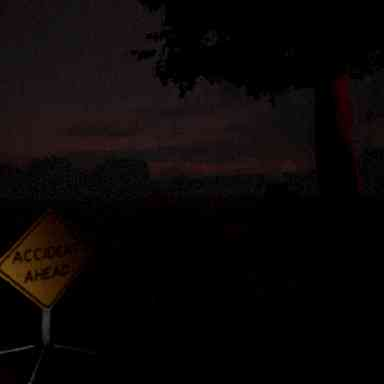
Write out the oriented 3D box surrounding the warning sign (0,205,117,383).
[{"bbox_3d":[-1.828,1.129,4.202,1.060,1.860,1.300,1,0,37],"label":"warning sign"}]
